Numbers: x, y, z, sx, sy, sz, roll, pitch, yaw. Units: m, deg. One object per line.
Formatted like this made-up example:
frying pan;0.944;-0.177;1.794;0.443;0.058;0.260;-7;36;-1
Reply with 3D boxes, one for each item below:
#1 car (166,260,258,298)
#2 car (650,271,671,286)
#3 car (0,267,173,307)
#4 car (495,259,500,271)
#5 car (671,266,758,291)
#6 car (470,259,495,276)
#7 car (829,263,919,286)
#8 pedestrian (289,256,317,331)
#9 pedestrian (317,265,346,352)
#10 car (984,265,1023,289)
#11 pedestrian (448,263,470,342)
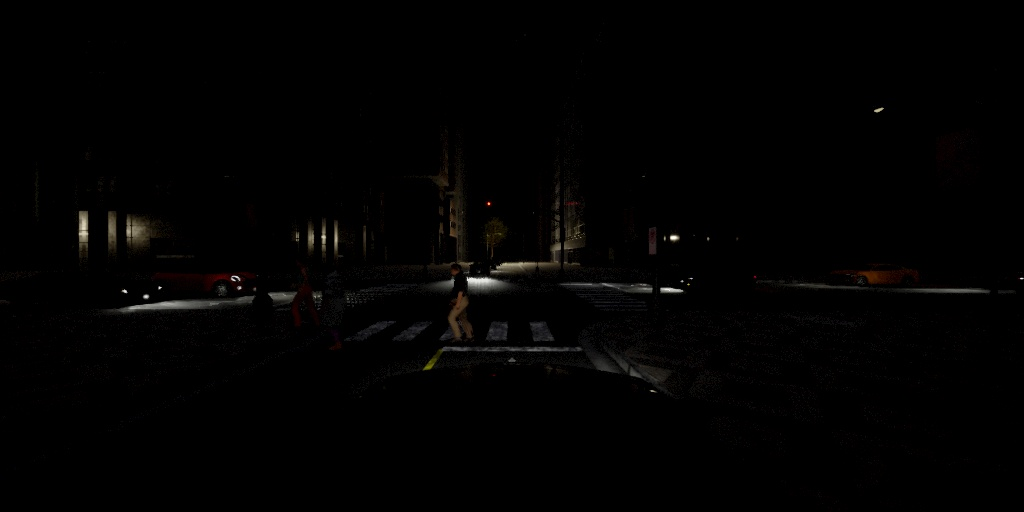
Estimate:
car;-15.176;1.093;18.063;4.553;1.767;2.097;0;0;0
car;12.077;1.354;24.672;4.718;1.301;1.895;0;0;3
car;-17.778;1.292;14.821;5.357;1.411;2.033;0;0;0
car;-3.143;1.252;50.602;1.837;1.490;4.892;0;0;0
car;12.168;1.322;21.420;4.181;1.385;1.994;0;0;0
car;-3.112;1.240;36.389;2.128;1.511;4.902;0;0;0
car;24.748;1.246;24.626;5.008;1.535;1.882;0;0;0
pedestrian;-5.085;0.884;8.738;0.375;1.860;0.375;0;0;0
pedestrian;-3.759;1.043;7.536;0.375;1.860;0.375;0;0;0
car;31.344;1.275;21.348;4.902;1.511;2.128;0;0;0
pedestrian;-1.213;1.043;8.138;0.375;1.860;0.375;0;0;0
